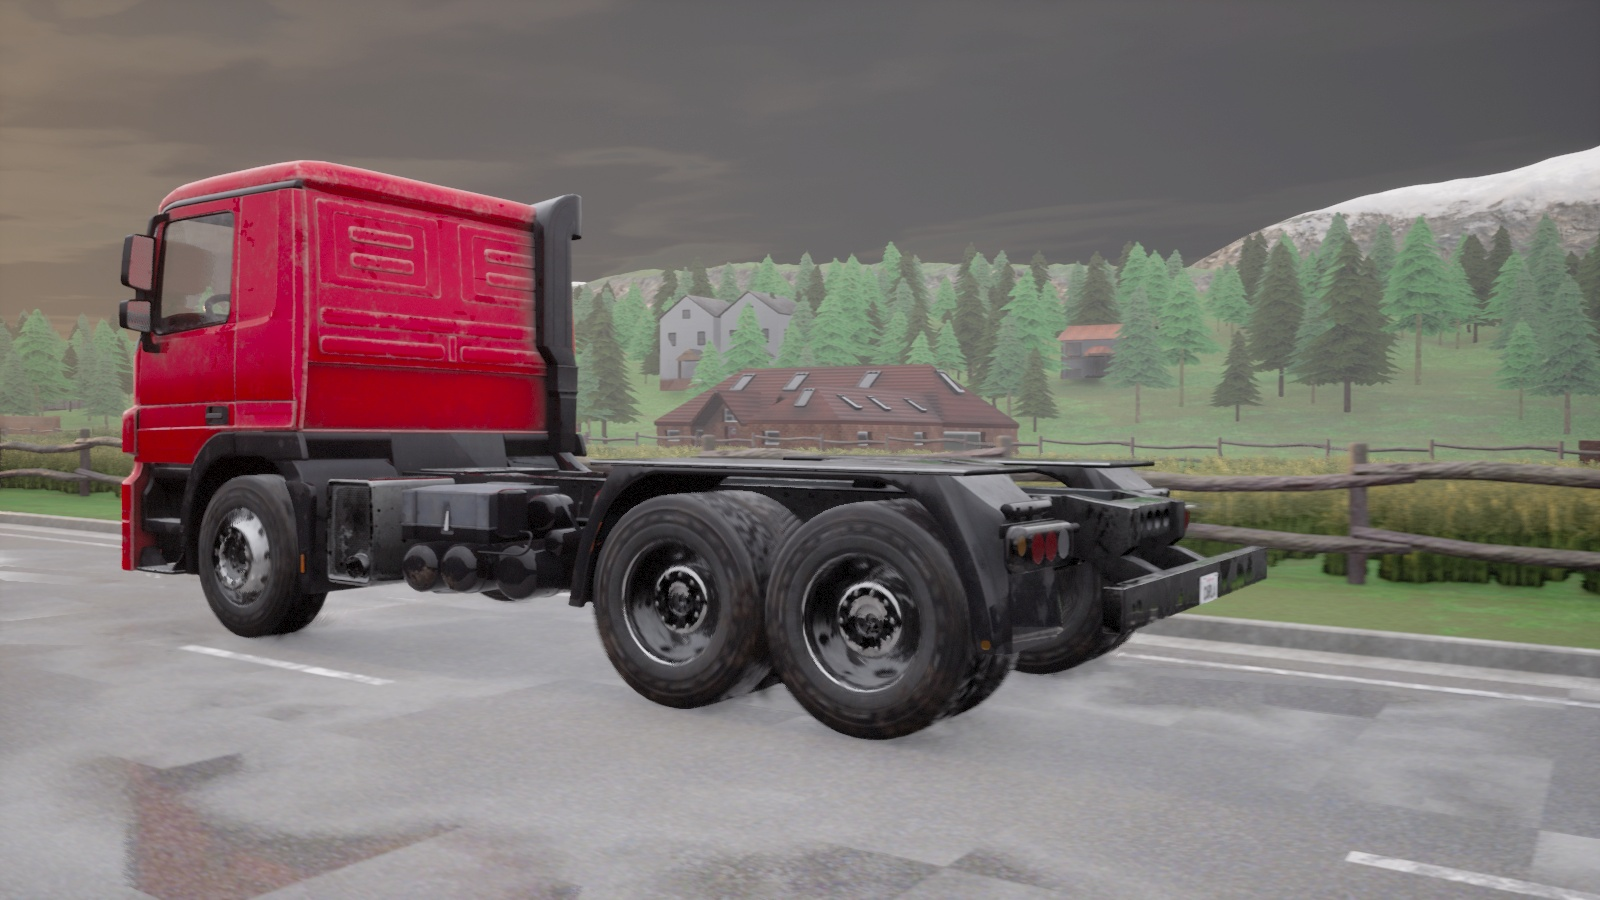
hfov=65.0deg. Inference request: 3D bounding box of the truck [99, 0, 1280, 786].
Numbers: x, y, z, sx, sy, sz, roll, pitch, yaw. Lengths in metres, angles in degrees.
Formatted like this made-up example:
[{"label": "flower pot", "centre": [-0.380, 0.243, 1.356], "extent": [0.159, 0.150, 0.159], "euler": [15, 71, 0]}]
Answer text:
[{"label": "truck", "centre": [-1.205, -0.357, 8.595], "extent": [7.936, 3.462, 2.891], "euler": [0, 1, 33]}]
